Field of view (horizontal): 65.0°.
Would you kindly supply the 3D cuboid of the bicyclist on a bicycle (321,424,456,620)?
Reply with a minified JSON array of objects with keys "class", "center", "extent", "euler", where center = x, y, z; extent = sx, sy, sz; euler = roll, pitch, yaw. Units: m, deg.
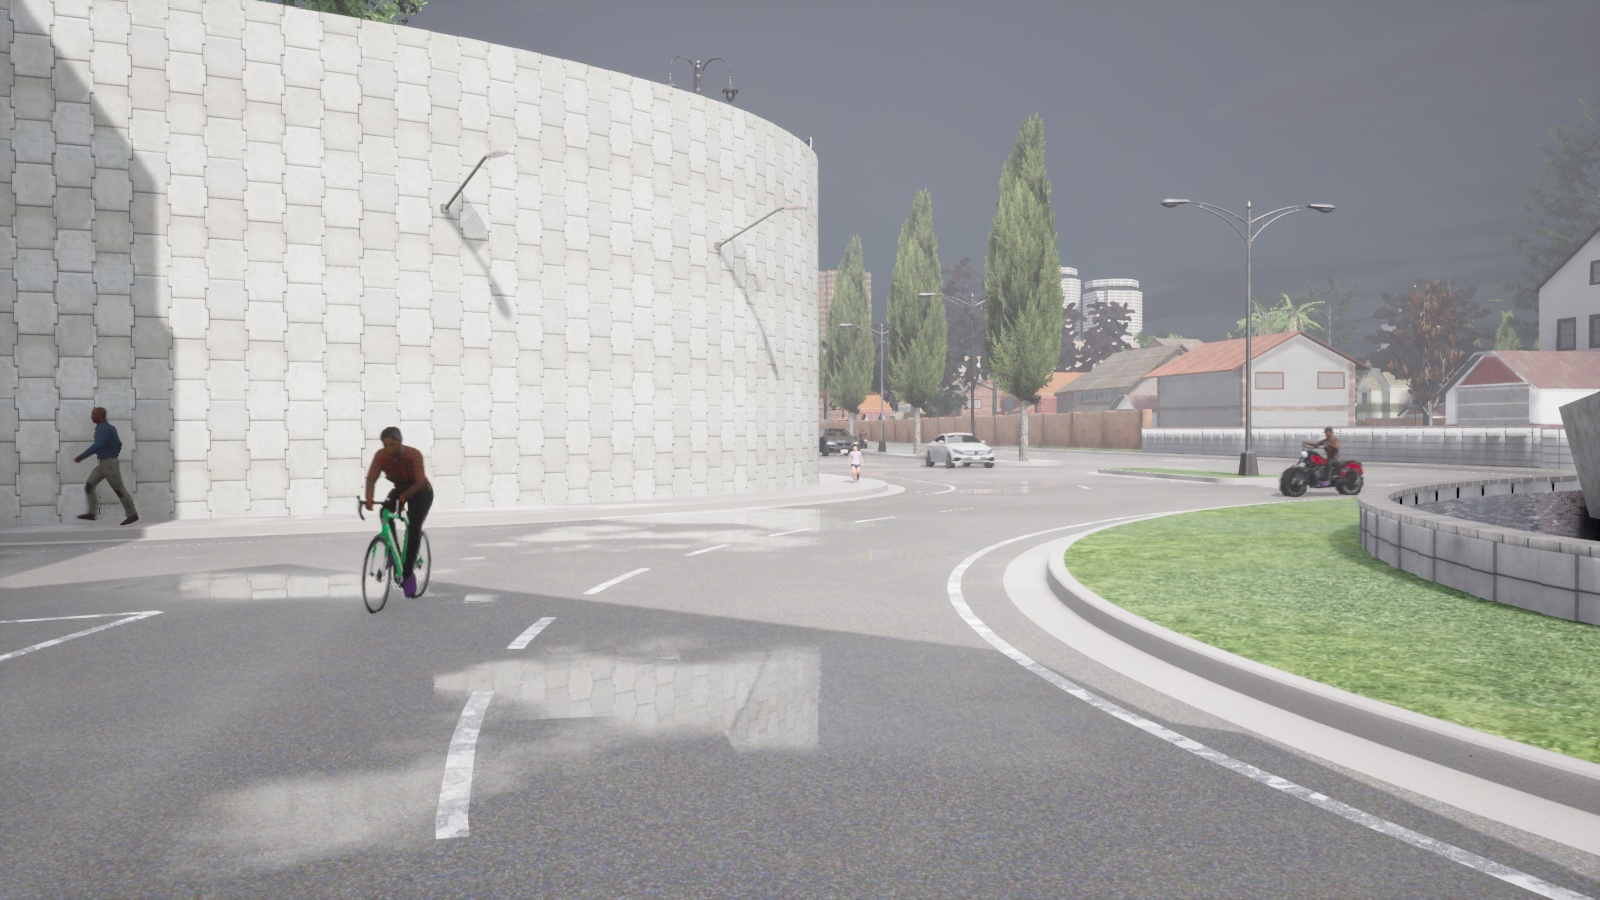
[{"class":"bicyclist on a bicycle","center":[-3.656,0.585,11.295],"extent":[0.582,1.620,1.656],"euler":[1,1,3]}]

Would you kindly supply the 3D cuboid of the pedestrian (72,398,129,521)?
[{"class":"pedestrian","center":[-10.640,0.136,19.112],"extent":[0.726,1.835,0.370],"euler":[0,1,-26]}]

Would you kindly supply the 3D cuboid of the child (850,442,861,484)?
[{"class":"child","center":[1.470,0.335,33.282],"extent":[0.255,1.110,0.394],"euler":[0,1,2]}]

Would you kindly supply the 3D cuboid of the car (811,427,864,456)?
[{"class":"car","center":[2.199,-0.522,75.041],"extent":[2.242,1.667,4.611],"euler":[0,1,-10]}]

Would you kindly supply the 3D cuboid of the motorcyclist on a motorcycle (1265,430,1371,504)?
[{"class":"motorcyclist on a motorcycle","center":[11.883,0.361,28.792],"extent":[2.350,1.649,0.766],"euler":[0,2,-21]}]

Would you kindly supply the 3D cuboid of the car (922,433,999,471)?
[{"class":"car","center":[6.529,0.051,51.602],"extent":[1.812,1.442,4.674],"euler":[0,1,-10]}]
